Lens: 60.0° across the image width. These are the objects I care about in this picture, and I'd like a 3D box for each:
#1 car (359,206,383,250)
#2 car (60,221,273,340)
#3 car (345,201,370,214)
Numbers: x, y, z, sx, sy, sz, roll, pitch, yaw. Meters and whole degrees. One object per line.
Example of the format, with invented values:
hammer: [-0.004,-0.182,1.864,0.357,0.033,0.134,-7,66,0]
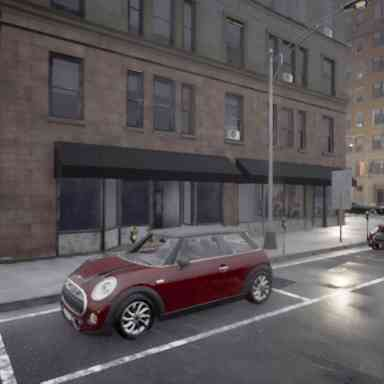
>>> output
car: [8.598,1.443,12.845,4.097,1.590,1.967,0,0,-35]
car: [-0.362,1.440,6.488,4.097,1.590,1.967,0,0,-35]
car: [15.557,1.528,30.707,1.895,1.301,4.718,1,0,-36]
